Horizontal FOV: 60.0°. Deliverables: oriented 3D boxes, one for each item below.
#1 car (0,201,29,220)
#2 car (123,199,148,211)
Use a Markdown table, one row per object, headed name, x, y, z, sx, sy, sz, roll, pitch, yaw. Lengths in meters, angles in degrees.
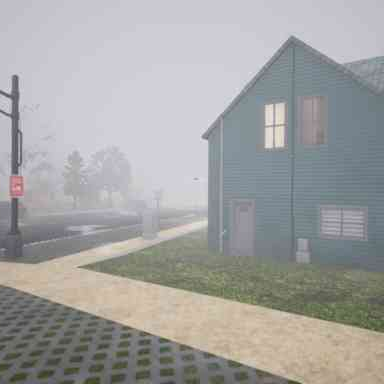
| name | x | y | z | sx | sy | sz | roll | pitch | yaw |
| --- | --- | --- | --- | --- | --- | --- | --- | --- | --- |
| car | -15.920 | 1.558 | 27.660 | 2.097 | 1.767 | 4.553 | 1 | -1 | 18 |
| car | -8.417 | 1.897 | 49.698 | 2.097 | 1.767 | 4.553 | 1 | -1 | 21 |
